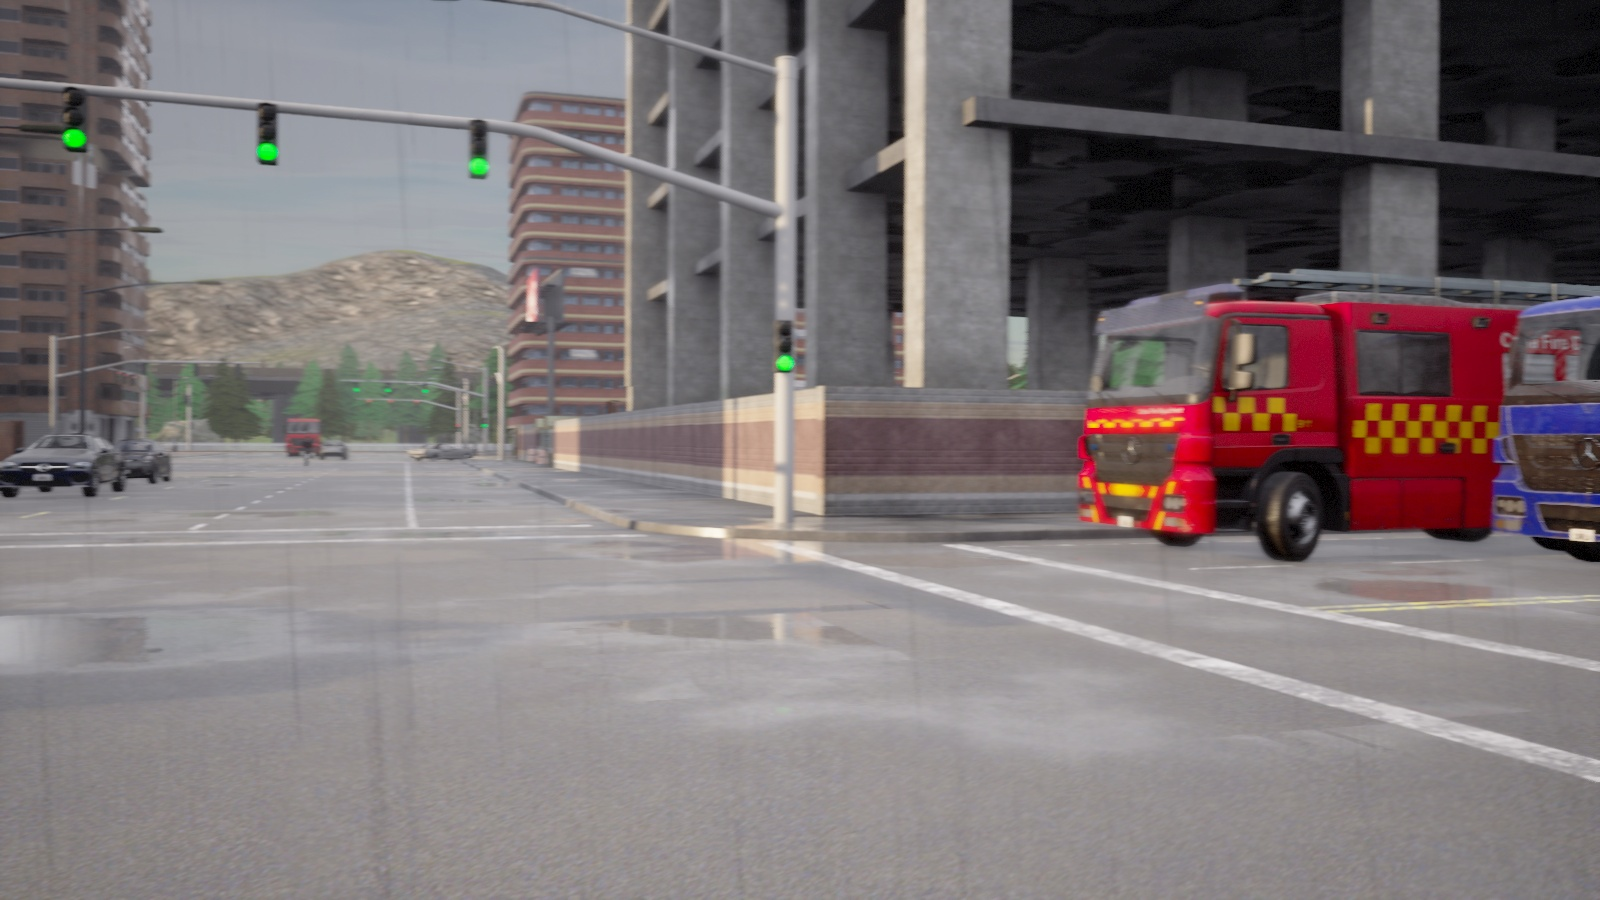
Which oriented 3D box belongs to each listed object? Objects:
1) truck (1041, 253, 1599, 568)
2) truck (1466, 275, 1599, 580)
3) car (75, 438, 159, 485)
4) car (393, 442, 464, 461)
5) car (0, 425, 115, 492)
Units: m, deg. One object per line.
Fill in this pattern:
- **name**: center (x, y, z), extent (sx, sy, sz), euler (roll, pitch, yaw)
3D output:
- **truck**: center (7.943, -0.473, 17.979), extent (8.468, 3.827, 2.891), euler (0, 0, -19)
- **truck**: center (12.732, -0.245, 15.896), extent (7.936, 3.462, 2.891), euler (0, 0, -18)
- **car**: center (-22.779, 0.354, 42.004), extent (1.845, 1.501, 3.633), euler (0, 0, -18)
- **car**: center (-26.544, 0.127, 89.885), extent (1.895, 1.301, 4.718), euler (1, 0, 35)
- **car**: center (-20.024, 0.188, 33.508), extent (2.152, 1.651, 5.027), euler (0, 0, -18)
